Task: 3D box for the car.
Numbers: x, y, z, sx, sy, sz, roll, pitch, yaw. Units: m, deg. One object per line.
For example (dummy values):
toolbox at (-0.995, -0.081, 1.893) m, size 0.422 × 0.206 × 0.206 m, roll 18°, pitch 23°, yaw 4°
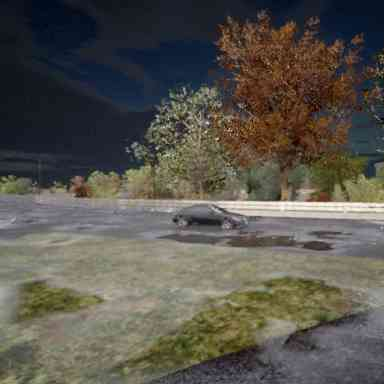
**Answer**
car at (1.003, 1.453, 19.604) m, size 4.674 × 1.442 × 1.812 m, roll 0°, pitch 0°, yaw 29°
